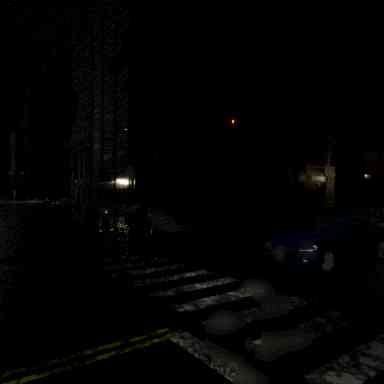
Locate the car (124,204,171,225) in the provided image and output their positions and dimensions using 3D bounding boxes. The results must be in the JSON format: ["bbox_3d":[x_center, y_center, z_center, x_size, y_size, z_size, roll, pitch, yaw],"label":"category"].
[{"bbox_3d":[-3.390,1.607,24.340,1.812,1.442,4.674,1,-1,-37],"label":"car"}]

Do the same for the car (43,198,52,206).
[{"bbox_3d":[-26.507,1.802,62.419,2.128,1.511,4.902,1,-1,-36],"label":"car"}]

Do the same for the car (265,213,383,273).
[{"bbox_3d":[4.544,1.481,10.905,5.008,1.535,1.882,0,0,-35],"label":"car"}]

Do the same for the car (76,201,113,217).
[{"bbox_3d":[-9.339,1.619,32.705,2.128,1.511,4.902,1,-1,-36],"label":"car"}]

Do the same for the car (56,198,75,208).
[{"bbox_3d":[-20.708,1.790,54.249,1.812,1.442,4.674,1,-1,-35],"label":"car"}]

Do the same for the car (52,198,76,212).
[{"bbox_3d":[-15.490,1.724,41.394,2.033,1.411,5.357,1,-1,-34],"label":"car"}]
